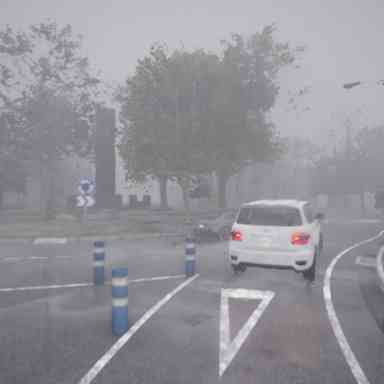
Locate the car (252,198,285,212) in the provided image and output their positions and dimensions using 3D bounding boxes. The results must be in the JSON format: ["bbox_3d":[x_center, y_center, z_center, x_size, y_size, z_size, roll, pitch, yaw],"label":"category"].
[{"bbox_3d":[8.566,1.428,37.574,1.994,1.385,4.181,0,0,-14],"label":"car"}]

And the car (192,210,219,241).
[{"bbox_3d":[2.039,1.533,16.398,4.181,1.385,1.994,0,1,-36],"label":"car"}]

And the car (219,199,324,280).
[{"bbox_3d":[2.810,1.230,10.406,2.150,2.045,5.566,0,1,23],"label":"car"}]
